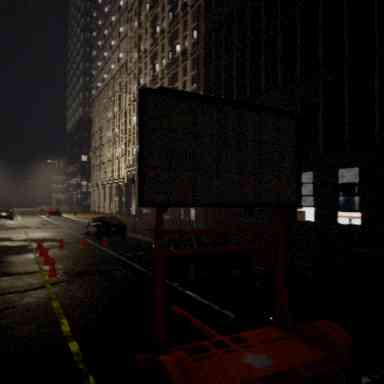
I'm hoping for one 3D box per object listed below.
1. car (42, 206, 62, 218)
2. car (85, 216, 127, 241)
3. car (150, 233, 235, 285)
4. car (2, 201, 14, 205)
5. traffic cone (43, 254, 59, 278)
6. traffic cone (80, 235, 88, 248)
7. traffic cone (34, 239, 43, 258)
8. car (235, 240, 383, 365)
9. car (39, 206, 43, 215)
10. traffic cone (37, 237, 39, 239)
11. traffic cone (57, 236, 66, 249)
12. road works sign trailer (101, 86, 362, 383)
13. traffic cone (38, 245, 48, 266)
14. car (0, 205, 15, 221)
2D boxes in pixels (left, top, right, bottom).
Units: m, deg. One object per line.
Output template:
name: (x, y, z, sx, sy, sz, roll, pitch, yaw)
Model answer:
car: (-18.794, 2.730, 45.149, 1.887, 1.381, 4.507, 1, -2, -28)
car: (-5.311, 2.123, 20.341, 1.947, 1.339, 4.313, 1, -2, -28)
car: (0.082, 1.860, 10.418, 2.008, 1.369, 4.403, 1, -2, -28)
car: (-40.270, 3.075, 72.767, 2.150, 2.045, 5.566, 1, -2, -29)
traffic cone: (-4.125, 2.217, 9.841, 0.340, 0.580, 0.340, 1, -2, -28)
traffic cone: (-5.232, 2.389, 16.066, 0.340, 0.580, 0.340, 1, -2, -28)
traffic cone: (-6.035, 2.304, 13.355, 0.340, 0.580, 0.340, 1, -2, -28)
car: (2.780, 1.627, 5.458, 1.967, 1.590, 4.097, 1, -2, -28)
car: (-24.187, 2.990, 55.073, 2.008, 1.369, 4.403, 1, -2, -28)
traffic cone: (-6.990, 2.348, 15.111, 0.340, 0.580, 0.340, 1, -2, -28)
traffic cone: (-6.111, 2.368, 15.588, 0.340, 0.580, 0.340, 1, -2, -28)
road works sign trailer: (0.348, 0.600, 4.343, 2.380, 3.560, 2.880, 1, -2, -28)
traffic cone: (-5.080, 2.261, 11.598, 0.340, 0.580, 0.340, 1, -2, -28)
car: (-20.989, 2.483, 37.177, 2.033, 1.411, 5.357, 1, -2, -28)
